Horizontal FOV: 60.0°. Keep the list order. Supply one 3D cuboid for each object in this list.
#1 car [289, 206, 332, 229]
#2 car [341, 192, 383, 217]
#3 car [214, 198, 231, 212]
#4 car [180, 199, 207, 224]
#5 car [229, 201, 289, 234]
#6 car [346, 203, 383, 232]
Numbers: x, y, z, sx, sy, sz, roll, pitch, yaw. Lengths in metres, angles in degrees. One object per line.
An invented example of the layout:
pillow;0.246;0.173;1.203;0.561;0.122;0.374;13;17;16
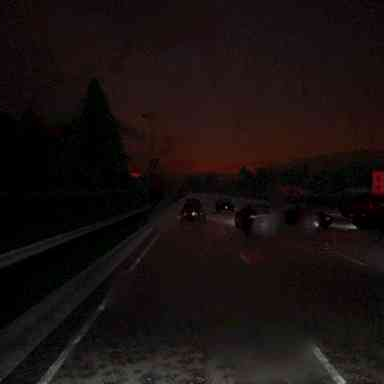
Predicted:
car;7.104;1.559;21.258;1.895;1.301;4.718;0;0;0
car;14.105;1.169;26.821;2.150;2.045;5.566;0;0;0
car;3.605;1.452;37.368;1.812;1.442;4.674;0;0;0
car;0.103;1.499;24.390;2.033;1.411;5.357;0;0;0
car;3.602;1.454;18.922;2.128;1.511;4.902;0;0;0
car;10.602;1.513;17.716;2.033;1.411;5.357;0;0;0
